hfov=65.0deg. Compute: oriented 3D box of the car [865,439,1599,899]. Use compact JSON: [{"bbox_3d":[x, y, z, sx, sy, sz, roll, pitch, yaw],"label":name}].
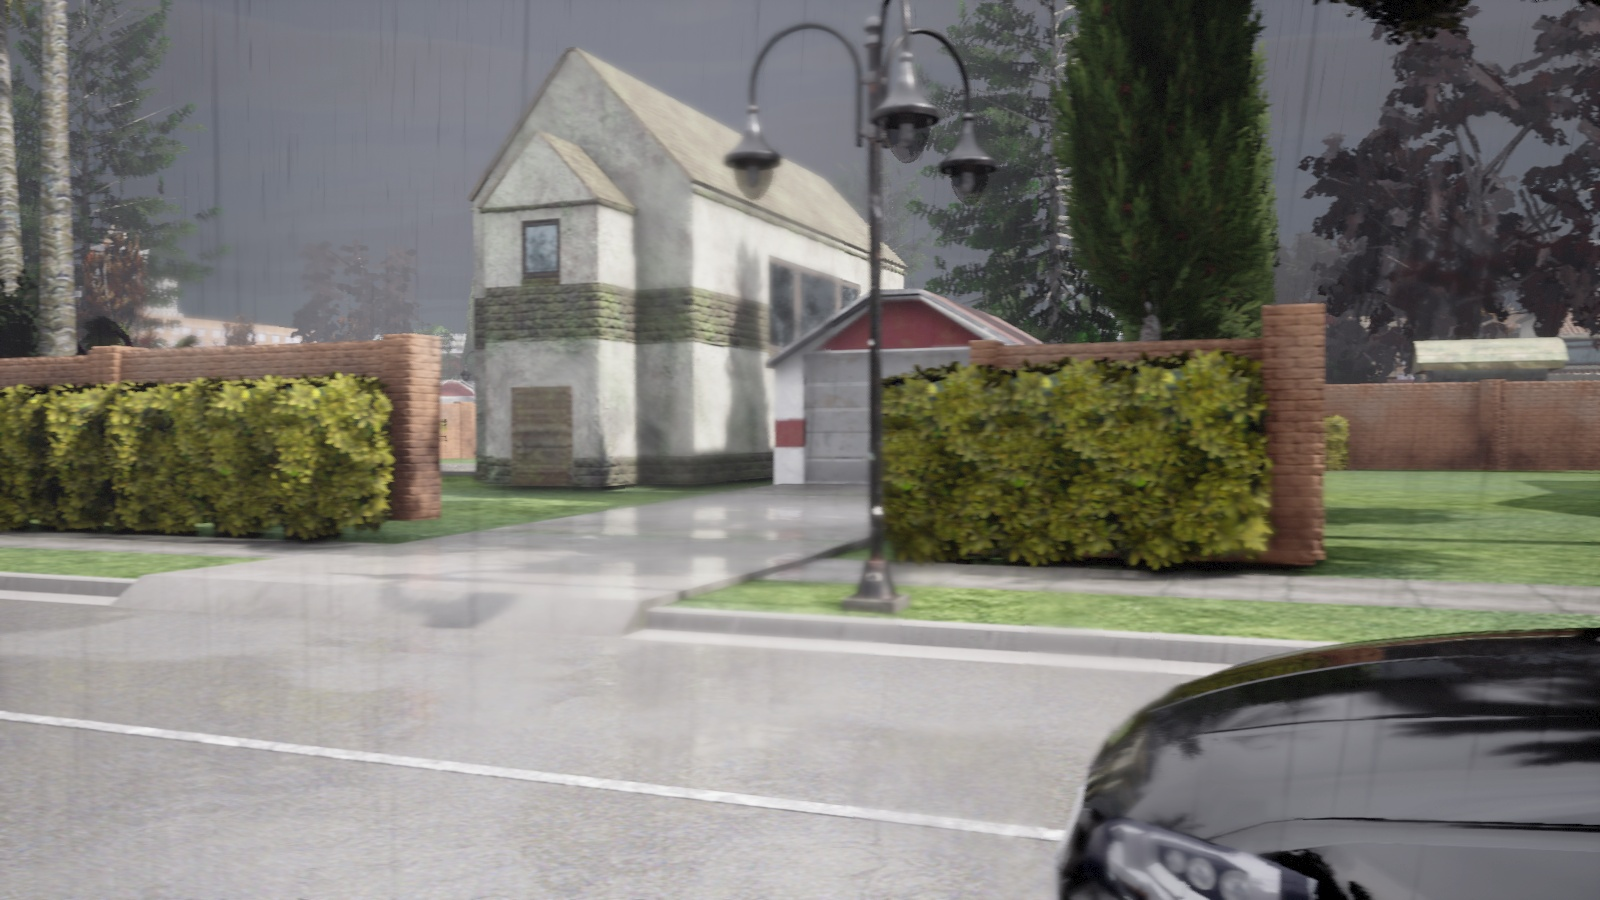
[{"bbox_3d":[2.781,0.755,2.242,4.902,1.511,2.128,1,1,21],"label":"car"}]
